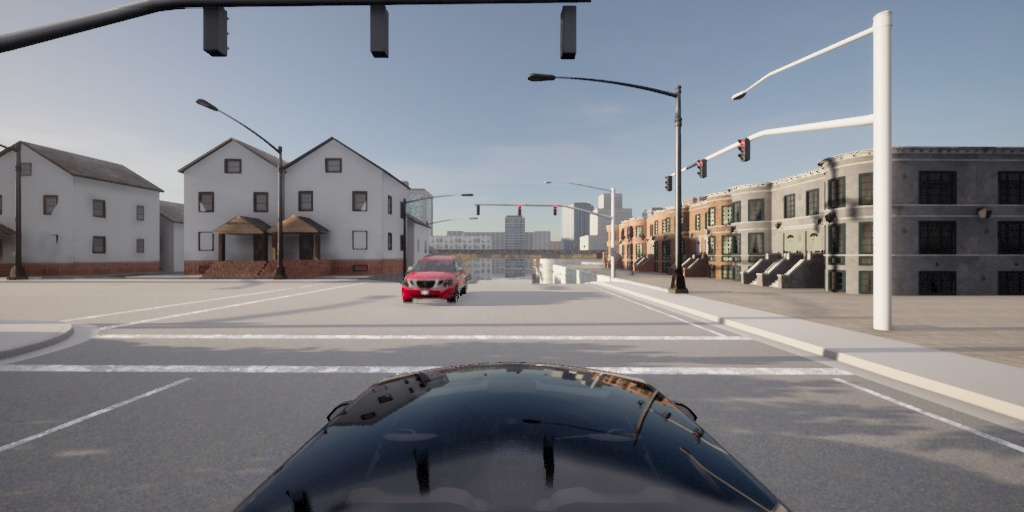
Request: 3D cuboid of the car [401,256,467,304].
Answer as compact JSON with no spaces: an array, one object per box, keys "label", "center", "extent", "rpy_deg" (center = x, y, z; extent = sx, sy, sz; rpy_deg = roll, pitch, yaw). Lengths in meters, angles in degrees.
[{"label":"car","center":[-3.410,1.030,16.817],"extent":[2.150,2.045,5.566],"rpy_deg":[0,1,0]}]
